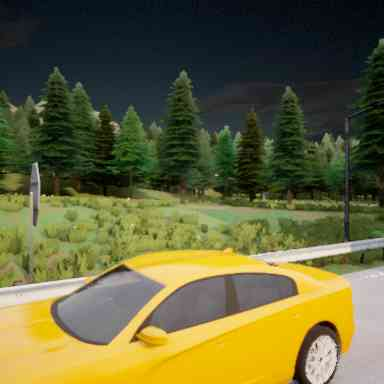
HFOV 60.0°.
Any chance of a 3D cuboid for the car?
[{"bbox_3d":[-0.237,1.481,3.808,5.008,1.535,1.882,0,0,-32],"label":"car"}]
